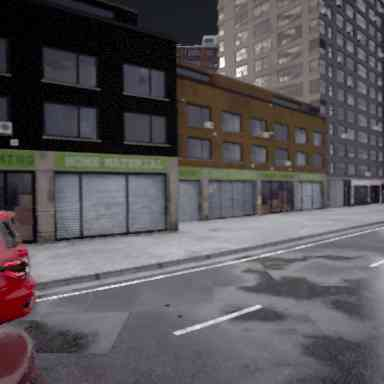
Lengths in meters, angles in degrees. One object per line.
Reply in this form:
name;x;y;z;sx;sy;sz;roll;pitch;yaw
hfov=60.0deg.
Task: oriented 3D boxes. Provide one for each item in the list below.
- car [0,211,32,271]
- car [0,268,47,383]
car;-5.055;1.313;4.222;5.566;2.045;2.150;0;0;-34
car;-3.186;1.577;1.542;4.674;1.442;1.812;0;0;-35
